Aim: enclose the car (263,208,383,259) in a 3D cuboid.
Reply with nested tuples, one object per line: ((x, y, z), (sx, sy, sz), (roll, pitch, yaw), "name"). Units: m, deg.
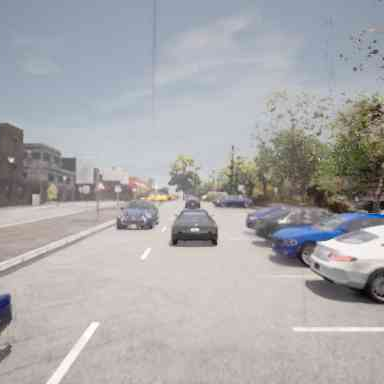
((5.093, 1.418, 10.583), (5.008, 1.535, 2.097), (0, 0, 0), "car")

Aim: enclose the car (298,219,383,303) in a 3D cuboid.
((5.084, 1.477, 7.434), (4.674, 1.452, 2.002), (0, 0, 0), "car")

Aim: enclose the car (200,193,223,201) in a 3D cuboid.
((4.707, 1.298, 82.067), (5.566, 2.045, 2.435), (0, -1, -1), "car")

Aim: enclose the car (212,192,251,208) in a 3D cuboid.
((5.123, 1.117, 41.467), (4.553, 1.767, 2.185), (0, 0, 0), "car")

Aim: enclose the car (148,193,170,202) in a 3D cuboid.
((-7.555, 1.252, 65.972), (5.366, 1.575, 1.946), (0, -1, 0), "car")

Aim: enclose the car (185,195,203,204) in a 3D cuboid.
((0.098, 1.288, 41.445), (1.812, 1.442, 4.674), (0, 0, 0), "car")

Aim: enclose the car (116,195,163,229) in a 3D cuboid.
((-3.246, 1.299, 20.626), (2.097, 1.767, 4.553), (0, 0, 0), "car")

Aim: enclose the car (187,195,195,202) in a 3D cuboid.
((-0.284, 1.403, 75.846), (1.882, 1.535, 5.008), (0, -1, -1), "car")

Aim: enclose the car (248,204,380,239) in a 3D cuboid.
((5.082, 1.401, 13.856), (4.892, 1.521, 2.231), (0, 0, 0), "car")

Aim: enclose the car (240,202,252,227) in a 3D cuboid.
((5.085, 1.421, 17.132), (4.674, 1.452, 2.002), (0, 0, 0), "car")

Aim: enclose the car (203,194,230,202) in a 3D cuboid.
((5.064, 1.280, 68.227), (5.366, 1.575, 1.946), (0, -1, 0), "car")

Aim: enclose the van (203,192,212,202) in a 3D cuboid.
((4.786, 1.025, 65.433), (4.442, 1.987, 1.878), (0, -1, 0), "van")

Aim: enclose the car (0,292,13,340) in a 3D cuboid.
((-3.346, 1.587, 2.256), (1.895, 1.301, 4.718), (0, 0, 0), "car")

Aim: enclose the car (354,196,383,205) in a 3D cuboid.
((18.116, 1.153, 32.923), (4.902, 1.511, 2.128), (-1, -2, -1), "car")

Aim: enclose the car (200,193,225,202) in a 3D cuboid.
((4.779, 1.169, 76.606), (5.566, 2.045, 2.435), (0, -1, -1), "car")

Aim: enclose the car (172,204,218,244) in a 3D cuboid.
((0.114, 1.475, 15.374), (1.994, 1.385, 4.181), (0, 0, 0), "car")

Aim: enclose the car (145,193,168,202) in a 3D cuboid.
((-7.364, 1.163, 68.893), (4.553, 1.767, 2.185), (0, -1, 0), "car")

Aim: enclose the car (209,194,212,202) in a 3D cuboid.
((5.051, 1.266, 44.638), (4.674, 1.452, 2.002), (0, 0, 0), "car")

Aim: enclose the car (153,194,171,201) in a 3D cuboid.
((-7.529, 1.471, 84.072), (4.553, 1.767, 2.185), (0, -1, -1), "car")
